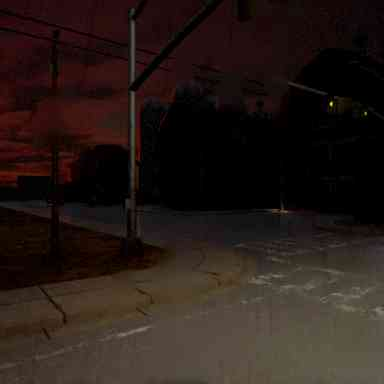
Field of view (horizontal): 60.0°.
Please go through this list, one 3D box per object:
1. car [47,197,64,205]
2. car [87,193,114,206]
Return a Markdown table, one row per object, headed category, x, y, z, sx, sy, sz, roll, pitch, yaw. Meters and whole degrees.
| category | x | y | z | sx | sy | sz | roll | pitch | yaw |
| --- | --- | --- | --- | --- | --- | --- | --- | --- | --- |
| car | -23.339 | 1.537 | 56.662 | 1.994 | 1.385 | 4.181 | 0 | 0 | -36 |
| car | -13.807 | 1.118 | 50.592 | 3.866 | 1.878 | 1.905 | -2 | 5 | 11 |
